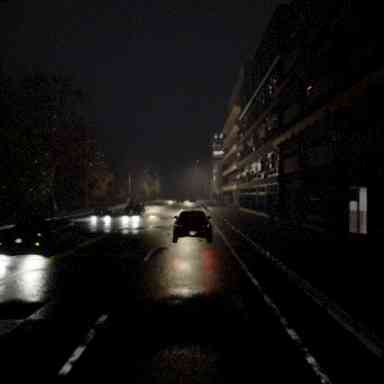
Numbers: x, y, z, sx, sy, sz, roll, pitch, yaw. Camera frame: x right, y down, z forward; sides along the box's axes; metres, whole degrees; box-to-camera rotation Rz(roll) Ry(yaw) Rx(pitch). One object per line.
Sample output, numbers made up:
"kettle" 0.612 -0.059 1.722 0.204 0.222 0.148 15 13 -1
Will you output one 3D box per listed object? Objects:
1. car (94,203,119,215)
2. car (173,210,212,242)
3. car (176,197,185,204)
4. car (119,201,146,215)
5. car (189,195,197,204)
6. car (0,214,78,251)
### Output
"car" -9.694 1.913 38.011 1.895 1.301 4.718 0 -1 0
"car" 0.026 1.678 17.251 1.812 1.442 4.674 0 -1 0
"car" -3.105 2.279 87.076 1.837 1.490 4.892 0 -1 0
"car" -6.447 1.812 37.833 2.128 1.511 4.902 0 -1 0
"car" 0.145 2.266 87.071 1.882 1.535 5.008 0 -1 0
"car" -6.565 1.675 14.581 1.994 1.385 4.181 0 -1 0
